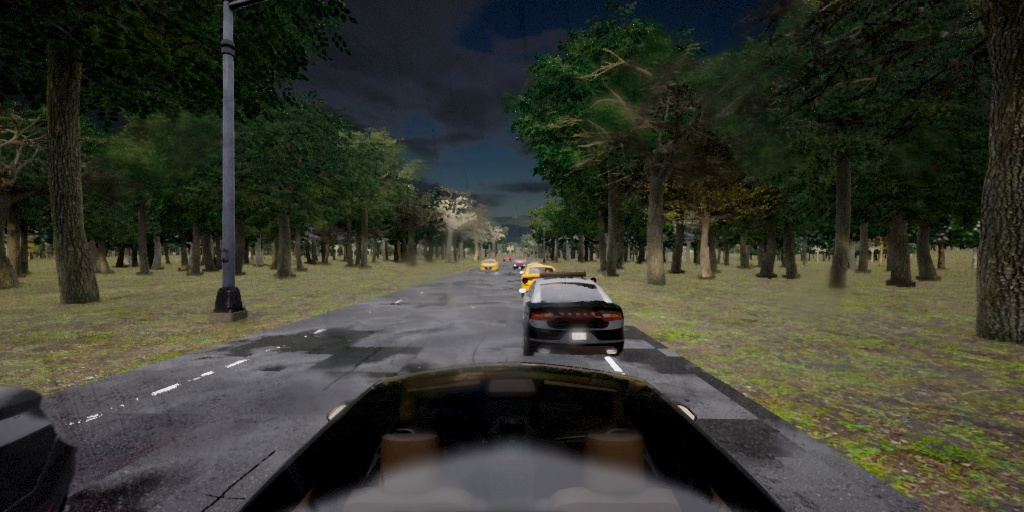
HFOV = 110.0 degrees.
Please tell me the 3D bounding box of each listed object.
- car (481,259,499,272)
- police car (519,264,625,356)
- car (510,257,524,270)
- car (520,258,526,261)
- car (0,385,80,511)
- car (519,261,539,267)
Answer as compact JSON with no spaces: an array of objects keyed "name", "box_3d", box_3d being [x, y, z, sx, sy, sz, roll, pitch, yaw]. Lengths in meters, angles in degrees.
[{"name":"car","box_3d":[-2.665,1.130,43.356,1.882,1.535,5.008,0,0,1]},{"name":"police car","box_3d":[1.208,1.170,8.728,1.930,1.638,5.238,0,0,1]},{"name":"car","box_3d":[1.087,1.228,48.591,1.895,1.301,4.718,0,0,2]},{"name":"car","box_3d":[1.569,1.172,24.806,1.801,1.575,5.366,0,0,1]},{"name":"car","box_3d":[-3.637,1.256,0.102,1.837,1.490,4.892,0,0,1]},{"name":"car","box_3d":[1.430,1.208,18.618,1.882,1.535,5.008,0,0,1]}]
